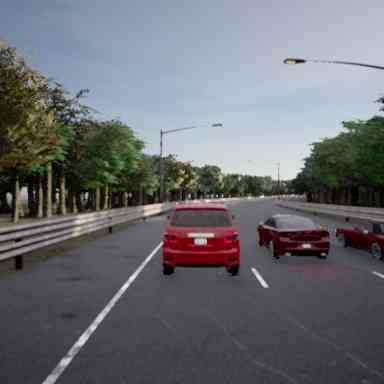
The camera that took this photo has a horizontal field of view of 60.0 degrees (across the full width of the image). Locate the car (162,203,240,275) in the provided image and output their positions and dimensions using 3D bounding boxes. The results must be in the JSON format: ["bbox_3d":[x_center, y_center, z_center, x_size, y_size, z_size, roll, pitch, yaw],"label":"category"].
[{"bbox_3d":[0.297,1.369,11.138,2.150,2.045,5.566,0,0,1],"label":"car"}]

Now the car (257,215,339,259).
[{"bbox_3d":[3.883,1.653,13.486,1.882,1.535,5.008,0,0,2],"label":"car"}]

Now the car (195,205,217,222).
[{"bbox_3d":[1.422,1.976,31.771,1.994,1.385,4.181,0,-1,5],"label":"car"}]

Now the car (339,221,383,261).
[{"bbox_3d":[7.364,1.770,12.935,1.895,1.301,4.718,0,-1,2],"label":"car"}]
